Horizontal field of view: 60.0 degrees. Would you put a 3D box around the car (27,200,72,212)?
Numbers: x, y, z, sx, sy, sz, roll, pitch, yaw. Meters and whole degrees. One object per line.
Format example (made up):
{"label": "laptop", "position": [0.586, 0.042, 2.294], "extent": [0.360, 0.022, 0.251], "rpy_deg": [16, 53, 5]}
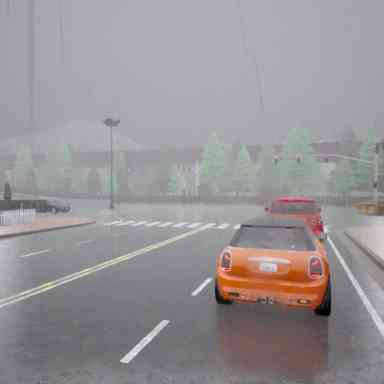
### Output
{"label": "car", "position": [-16.814, 1.591, 39.325], "extent": [4.718, 1.301, 1.895], "rpy_deg": [0, 0, 16]}

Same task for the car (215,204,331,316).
{"label": "car", "position": [2.056, 1.352, 7.890], "extent": [2.097, 1.767, 4.553], "rpy_deg": [0, 0, 19]}

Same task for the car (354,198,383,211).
{"label": "car", "position": [21.823, 1.476, 39.165], "extent": [5.008, 1.535, 1.882], "rpy_deg": [0, 0, 16]}

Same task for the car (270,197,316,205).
{"label": "car", "position": [4.271, 1.221, 14.150], "extent": [2.150, 2.045, 5.566], "rpy_deg": [0, 0, 16]}

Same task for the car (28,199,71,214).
{"label": "car", "position": [-15.227, 1.501, 35.212], "extent": [4.892, 1.490, 1.837], "rpy_deg": [0, 0, 18]}
